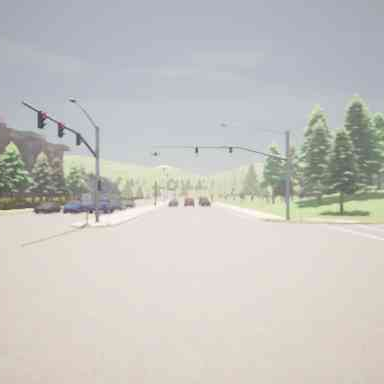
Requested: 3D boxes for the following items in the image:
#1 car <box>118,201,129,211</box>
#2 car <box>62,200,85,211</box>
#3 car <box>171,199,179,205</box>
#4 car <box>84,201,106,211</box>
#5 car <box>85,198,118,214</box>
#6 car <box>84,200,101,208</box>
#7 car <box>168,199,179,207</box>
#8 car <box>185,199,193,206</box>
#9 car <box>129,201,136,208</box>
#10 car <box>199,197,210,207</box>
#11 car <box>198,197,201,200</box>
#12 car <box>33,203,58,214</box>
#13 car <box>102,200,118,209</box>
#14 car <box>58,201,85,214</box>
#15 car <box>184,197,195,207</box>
[{"bbox_3d":[-11.892,2.182,53.378,1.837,1.490,4.892,0,-1,-1],"label":"car"},{"bbox_3d":[-18.888,2.154,53.317,1.882,1.535,5.008,0,-1,-1],"label":"car"},{"bbox_3d":[-4.231,2.521,81.492,1.812,1.442,4.674,0,-1,-1],"label":"car"},{"bbox_3d":[-15.386,2.163,52.922,2.128,1.511,4.902,0,-1,-1],"label":"car"},{"bbox_3d":[-11.762,1.776,43.703,2.150,2.045,5.566,0,-1,-1],"label":"car"},{"bbox_3d":[-18.974,2.313,63.749,1.837,1.490,4.892,0,-1,-1],"label":"car"},{"bbox_3d":[-4.070,2.439,70.874,2.033,1.411,5.357,0,-1,-1],"label":"car"},{"bbox_3d":[-0.731,2.497,81.546,1.837,1.490,4.892,0,-1,-1],"label":"car"},{"bbox_3d":[-11.989,2.355,63.672,2.033,1.411,5.357,0,-1,0],"label":"car"},{"bbox_3d":[2.922,2.406,71.416,1.837,1.490,4.892,0,-1,-1],"label":"car"},{"bbox_3d":[2.768,2.229,81.643,2.150,2.045,5.566,0,-1,-1],"label":"car"},{"bbox_3d":[-18.760,2.101,43.586,2.033,1.411,5.357,0,-1,-1],"label":"car"},{"bbox_3d":[-15.477,2.276,62.976,1.882,1.535,5.008,0,-1,0],"label":"car"},{"bbox_3d":[-15.258,2.030,43.518,1.882,1.535,5.008,0,-1,-1],"label":"car"},{"bbox_3d":[-0.572,2.125,70.997,2.150,2.045,5.566,0,-1,-1],"label":"car"}]
